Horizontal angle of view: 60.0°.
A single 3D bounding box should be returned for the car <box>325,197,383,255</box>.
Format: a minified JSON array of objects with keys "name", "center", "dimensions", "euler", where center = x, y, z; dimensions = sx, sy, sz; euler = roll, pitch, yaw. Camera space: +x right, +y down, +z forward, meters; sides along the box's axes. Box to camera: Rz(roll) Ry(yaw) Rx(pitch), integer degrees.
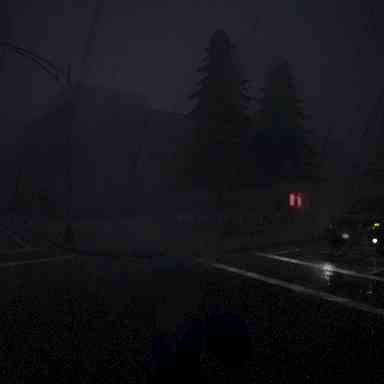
[{"name":"car","center":[7.795,1.248,13.692],"dimensions":[5.566,2.045,2.150],"euler":[0,0,-36]}]
